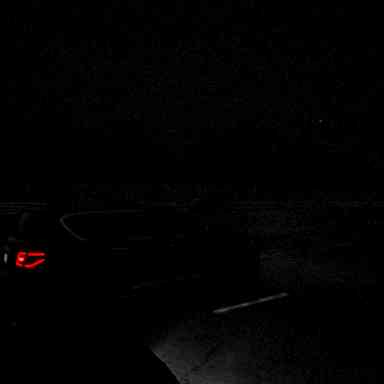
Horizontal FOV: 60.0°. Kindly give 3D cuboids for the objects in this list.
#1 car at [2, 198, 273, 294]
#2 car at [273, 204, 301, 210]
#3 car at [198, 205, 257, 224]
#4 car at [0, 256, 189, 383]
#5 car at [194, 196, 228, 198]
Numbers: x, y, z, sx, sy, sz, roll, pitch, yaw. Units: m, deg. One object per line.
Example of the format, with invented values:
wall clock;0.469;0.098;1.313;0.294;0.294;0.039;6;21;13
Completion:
car;-1.013;1.252;7.301;5.566;2.045;2.150;1;0;-35
car;6.419;1.689;25.505;4.902;1.511;2.128;1;0;-34
car;2.959;1.776;27.379;4.718;1.301;1.895;1;0;-34
car;-2.616;1.535;1.874;5.357;1.411;2.033;1;0;-35
car;1.024;1.395;30.294;5.566;2.045;2.150;1;0;-34
